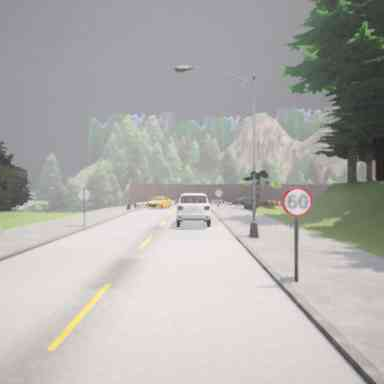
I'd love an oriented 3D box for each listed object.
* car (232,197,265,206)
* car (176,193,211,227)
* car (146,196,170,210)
[{"bbox_3d":[7.959,1.338,46.280,4.718,1.301,1.895,0,0,9],"label":"car"},{"bbox_3d":[0.096,1.093,22.032,2.150,2.045,5.566,0,0,0],"label":"car"},{"bbox_3d":[-3.935,1.254,39.227,1.882,1.535,5.008,-1,0,11],"label":"car"}]
